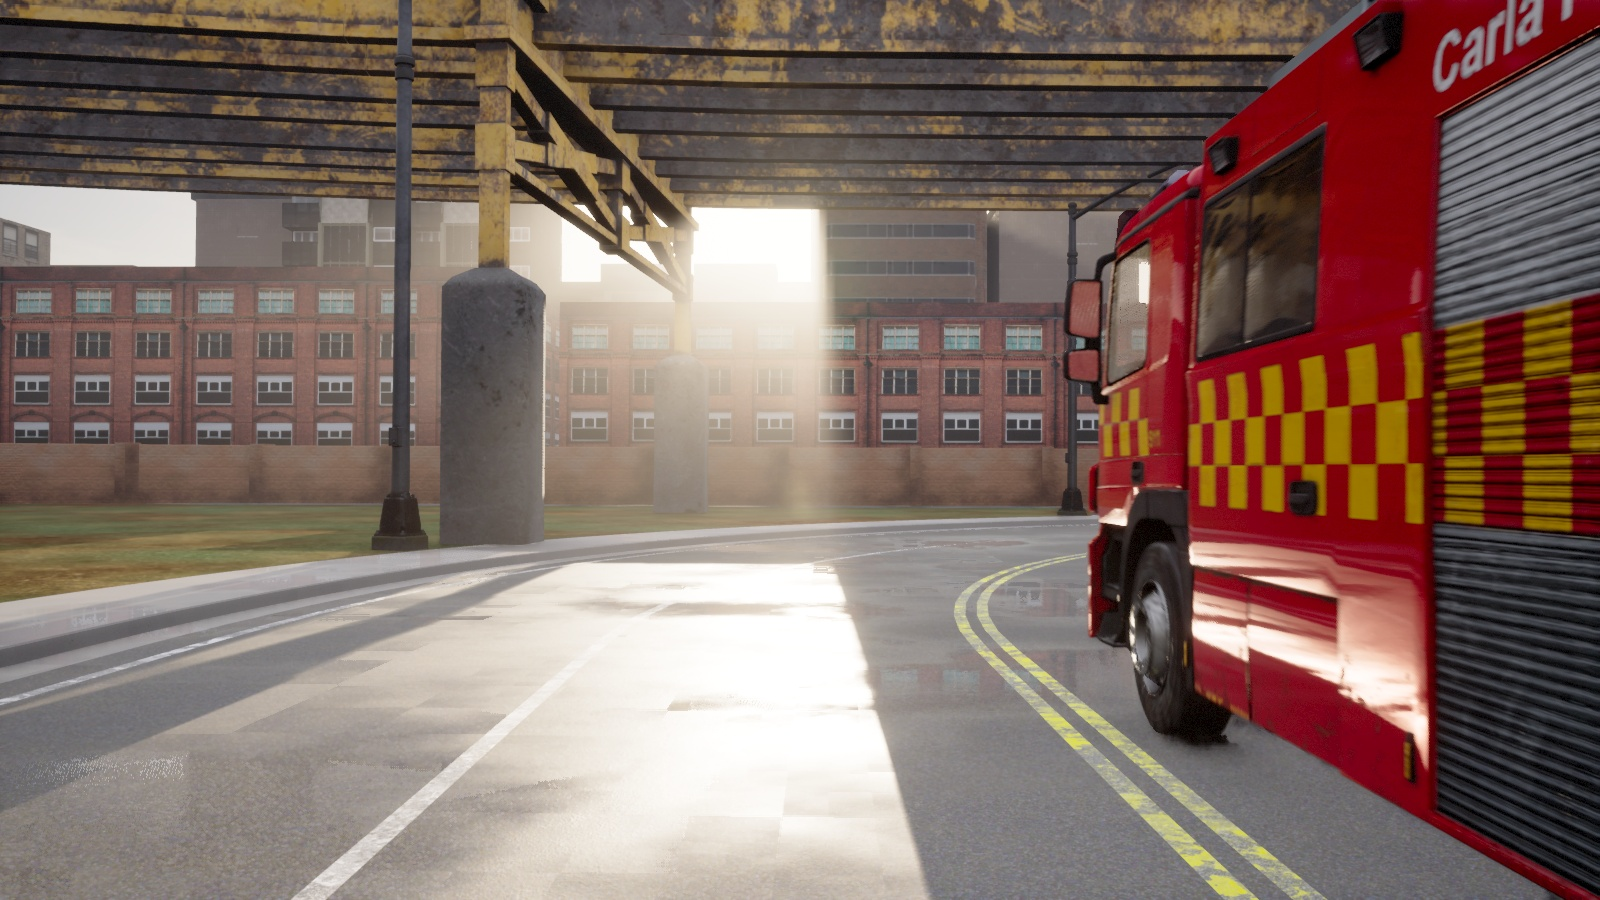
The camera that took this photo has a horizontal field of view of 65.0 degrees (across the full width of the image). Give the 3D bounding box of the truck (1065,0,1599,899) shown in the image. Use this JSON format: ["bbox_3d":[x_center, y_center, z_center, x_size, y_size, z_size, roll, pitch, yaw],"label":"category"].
[{"bbox_3d":[3.483,-0.275,5.308,2.891,3.827,8.468,0,-1,0],"label":"truck"}]
